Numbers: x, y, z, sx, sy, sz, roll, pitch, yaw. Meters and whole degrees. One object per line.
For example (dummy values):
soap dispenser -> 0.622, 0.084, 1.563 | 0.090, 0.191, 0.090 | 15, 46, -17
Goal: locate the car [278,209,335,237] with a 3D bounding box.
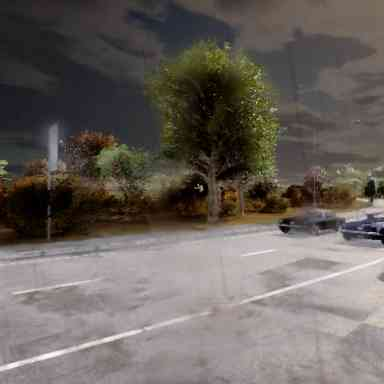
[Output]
car -> 6.844, 1.661, 18.825 | 4.718, 1.301, 1.895 | 0, 0, -43

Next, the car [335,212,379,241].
car -> 8.989, 1.655, 16.049 | 4.718, 1.301, 1.895 | 0, 0, -43

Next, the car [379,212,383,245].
car -> 7.819, 1.388, 10.143 | 4.553, 1.767, 2.097 | 0, 0, -40
